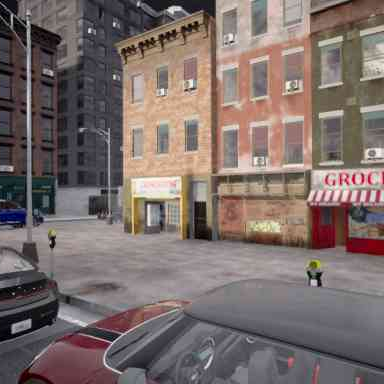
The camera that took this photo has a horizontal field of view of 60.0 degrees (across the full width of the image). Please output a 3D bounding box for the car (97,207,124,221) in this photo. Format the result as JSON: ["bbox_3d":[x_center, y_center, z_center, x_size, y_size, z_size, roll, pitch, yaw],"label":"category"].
[{"bbox_3d":[-7.496,2.160,33.645,1.994,1.385,4.181,-1,-2,36],"label":"car"}]

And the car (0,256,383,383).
[{"bbox_3d":[0.440,1.440,2.504,4.097,1.590,1.967,0,0,35],"label":"car"}]

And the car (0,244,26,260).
[{"bbox_3d":[-4.044,1.552,5.695,4.403,1.369,2.008,0,0,35],"label":"car"}]

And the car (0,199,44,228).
[{"bbox_3d":[-12.560,1.476,21.550,2.150,2.045,5.566,-1,-2,36],"label":"car"}]
